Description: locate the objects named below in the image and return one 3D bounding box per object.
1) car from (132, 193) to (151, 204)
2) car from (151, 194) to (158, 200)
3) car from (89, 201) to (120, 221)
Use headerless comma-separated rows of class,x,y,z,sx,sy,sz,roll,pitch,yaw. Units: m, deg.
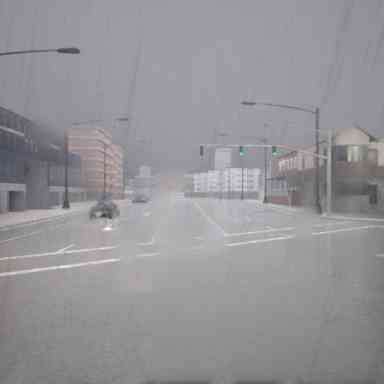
car,-8.241,0.993,52.715,2.097,1.767,4.553,0,1,-2
car,-9.094,1.168,77.087,1.812,1.442,4.674,0,-1,-2
car,-7.393,1.561,28.400,2.128,1.511,4.902,0,0,-2
